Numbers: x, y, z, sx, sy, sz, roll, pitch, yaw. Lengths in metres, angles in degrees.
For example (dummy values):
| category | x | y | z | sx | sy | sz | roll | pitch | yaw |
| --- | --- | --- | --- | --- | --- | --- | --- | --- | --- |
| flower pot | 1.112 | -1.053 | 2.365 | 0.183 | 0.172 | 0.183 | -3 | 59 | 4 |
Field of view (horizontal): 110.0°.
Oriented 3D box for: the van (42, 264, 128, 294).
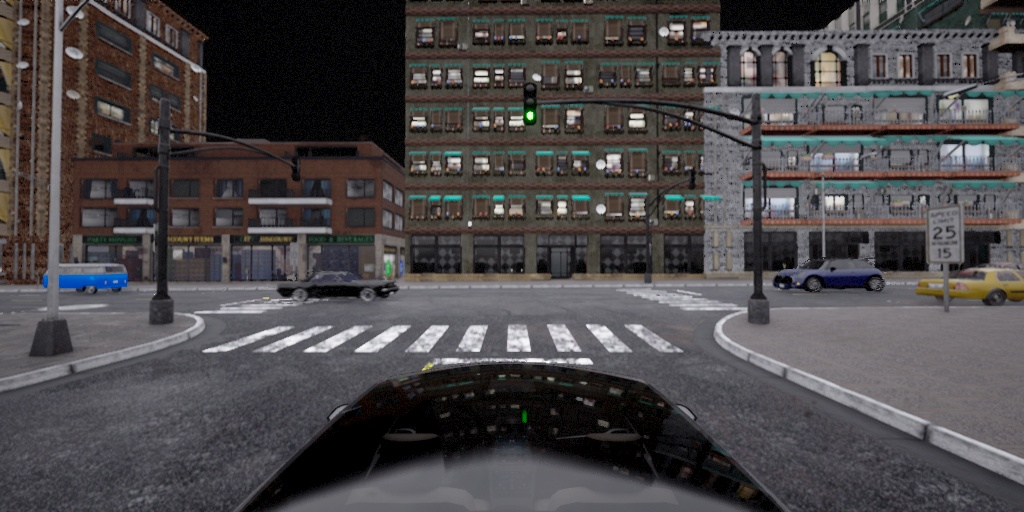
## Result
| category | x | y | z | sx | sy | sz | roll | pitch | yaw |
| --- | --- | --- | --- | --- | --- | --- | --- | --- | --- |
| van | -26.069 | 1.376 | 21.925 | 3.998 | 1.789 | 1.690 | 0 | 0 | 1 |

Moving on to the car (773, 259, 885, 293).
| category | x | y | z | sx | sy | sz | roll | pitch | yaw |
| --- | --- | --- | --- | --- | --- | --- | --- | --- | --- |
| car | 16.372 | 0.950 | 18.747 | 4.553 | 1.767 | 2.097 | 0 | -1 | 1 |

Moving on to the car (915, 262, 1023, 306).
| category | x | y | z | sx | sy | sz | roll | pitch | yaw |
| --- | --- | --- | --- | --- | --- | --- | --- | --- | --- |
| car | 17.650 | 1.018 | 12.923 | 4.829 | 1.417 | 1.751 | 0 | 0 | 1 |

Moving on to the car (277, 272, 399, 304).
| category | x | y | z | sx | sy | sz | roll | pitch | yaw |
| --- | --- | --- | --- | --- | --- | --- | --- | --- | --- |
| car | -7.586 | 1.367 | 15.983 | 4.718 | 1.301 | 1.895 | -1 | -1 | 1 |
